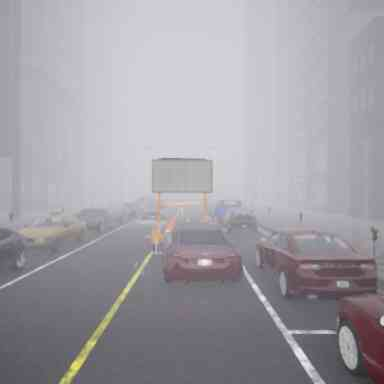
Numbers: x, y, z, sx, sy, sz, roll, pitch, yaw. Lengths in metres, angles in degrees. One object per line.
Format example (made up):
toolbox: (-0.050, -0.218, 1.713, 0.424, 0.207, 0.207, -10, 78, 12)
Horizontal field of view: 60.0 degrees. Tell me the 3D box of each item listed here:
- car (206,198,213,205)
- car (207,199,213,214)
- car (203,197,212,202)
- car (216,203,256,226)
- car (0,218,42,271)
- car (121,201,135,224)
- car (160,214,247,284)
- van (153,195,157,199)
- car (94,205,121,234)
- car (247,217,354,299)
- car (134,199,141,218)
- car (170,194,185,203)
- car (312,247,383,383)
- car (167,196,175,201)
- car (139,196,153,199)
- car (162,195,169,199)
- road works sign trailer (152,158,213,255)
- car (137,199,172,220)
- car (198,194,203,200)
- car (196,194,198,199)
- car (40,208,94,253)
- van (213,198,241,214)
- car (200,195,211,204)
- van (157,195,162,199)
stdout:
car: (2.761, 1.641, 36.502, 1.802, 1.307, 4.206, 0, 0, 0)
car: (2.761, 1.599, 30.865, 2.008, 1.369, 4.403, 0, 0, 0)
car: (2.761, 1.623, 42.138, 2.008, 1.369, 4.403, 0, 0, 0)
car: (2.761, 1.578, 19.593, 2.008, 1.369, 4.403, 0, 0, 0)
car: (-5.764, 1.576, 8.303, 1.947, 1.339, 4.313, 0, 0, 0)
car: (-5.764, 1.619, 25.213, 1.802, 1.307, 4.206, 0, 0, 0)
car: (0.149, 1.578, 9.657, 1.994, 1.385, 4.181, 0, 0, -4)
van: (-5.765, 1.413, 42.123, 1.690, 1.788, 3.998, 0, 0, 0)
car: (-5.764, 1.594, 19.575, 1.947, 1.339, 4.313, 0, 0, 0)
car: (2.761, 1.555, 8.320, 1.887, 1.381, 4.507, 0, 0, 0)
car: (-5.764, 1.614, 30.849, 1.947, 1.339, 4.313, 0, 0, 0)
car: (-2.999, 1.689, 69.853, 1.994, 1.385, 4.181, 0, 0, 0)
car: (2.761, 1.548, 2.684, 1.887, 1.381, 4.507, 0, 0, 0)
car: (-5.764, 1.775, 92.851, 1.947, 1.339, 4.313, 0, 0, 0)
car: (-5.764, 1.500, 36.486, 1.967, 1.590, 4.097, 0, 0, 0)
car: (-5.765, 1.427, 59.032, 2.192, 1.841, 5.009, 0, 0, 0)
road works sign trailer: (-0.391, 0.450, 13.178, 2.380, 3.560, 2.880, 0, -2, -5)
car: (-3.100, 1.591, 28.754, 2.033, 1.411, 5.357, 0, 0, 0)
car: (2.760, 1.441, 64.683, 2.192, 1.841, 5.009, 0, 0, 0)
car: (2.761, 1.717, 87.398, 1.752, 1.417, 4.829, 0, 0, 0)
car: (-5.764, 1.544, 13.769, 1.752, 1.417, 4.829, 0, 0, 0)
van: (2.761, 1.378, 25.229, 1.690, 1.788, 3.998, 0, 0, 0)
car: (2.761, 1.643, 53.410, 1.887, 1.381, 4.507, 0, 0, 0)
van: (-5.765, 1.426, 47.759, 1.690, 1.788, 3.998, 0, 0, 0)
